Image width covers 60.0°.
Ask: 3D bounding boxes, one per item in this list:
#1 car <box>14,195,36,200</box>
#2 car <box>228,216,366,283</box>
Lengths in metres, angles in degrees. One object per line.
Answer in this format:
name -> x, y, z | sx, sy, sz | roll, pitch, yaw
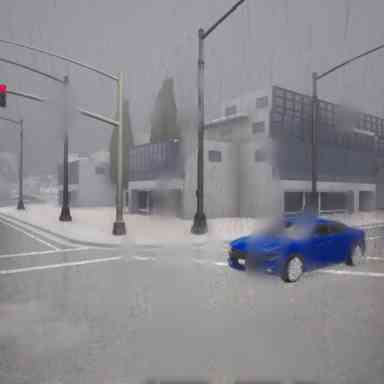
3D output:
car -> -42.241, 1.424, 83.976 | 5.357, 1.411, 2.033 | 0, 0, 9
car -> 3.265, 1.510, 9.933 | 5.008, 1.535, 1.882 | 0, 0, -37
